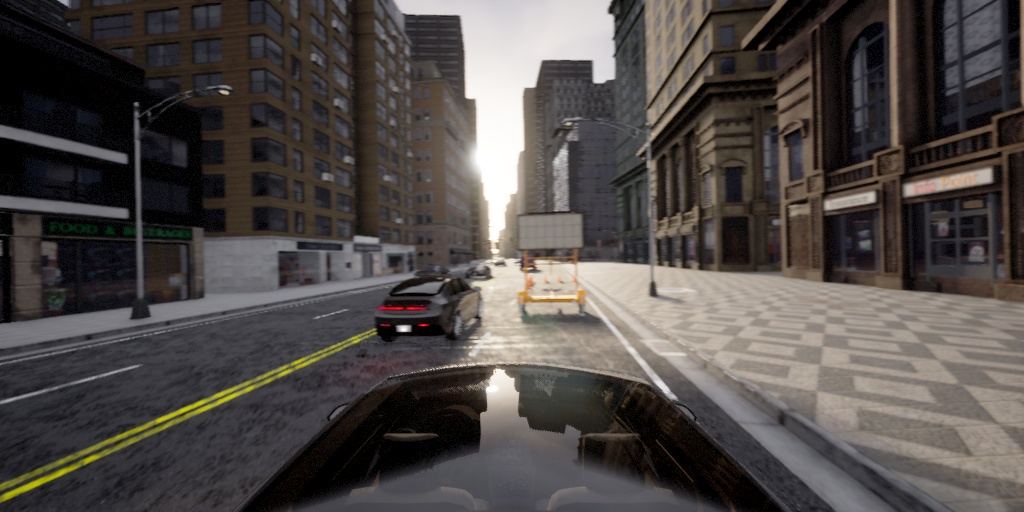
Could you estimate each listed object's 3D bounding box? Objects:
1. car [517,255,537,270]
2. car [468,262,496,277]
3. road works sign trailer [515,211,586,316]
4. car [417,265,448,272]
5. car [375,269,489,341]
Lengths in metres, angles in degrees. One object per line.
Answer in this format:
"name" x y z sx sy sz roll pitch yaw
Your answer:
"car" 2.353 0.905 51.325 2.150 2.045 5.566 -1 0 6
"car" -3.032 1.377 33.327 1.994 1.385 4.181 -1 0 6
"road works sign trailer" 1.463 0.177 13.180 2.380 3.560 2.880 0 0 6
"car" -6.631 1.445 30.310 2.033 1.411 5.357 -1 0 6
"car" -2.067 1.301 10.098 1.837 1.490 4.892 -1 0 6
